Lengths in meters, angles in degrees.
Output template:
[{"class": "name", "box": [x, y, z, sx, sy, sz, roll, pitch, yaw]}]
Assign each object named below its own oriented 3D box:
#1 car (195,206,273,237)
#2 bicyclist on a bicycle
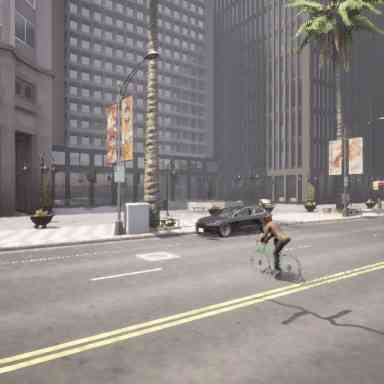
[{"class": "car", "box": [2.385, 1.513, 18.148, 4.786, 1.482, 2.161, 0, 0, -36]}, {"class": "bicyclist on a bicycle", "box": [2.136, 1.455, 8.719, 0.582, 1.620, 1.656, 0, -2, -36]}]
